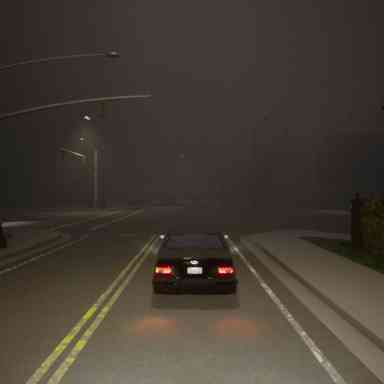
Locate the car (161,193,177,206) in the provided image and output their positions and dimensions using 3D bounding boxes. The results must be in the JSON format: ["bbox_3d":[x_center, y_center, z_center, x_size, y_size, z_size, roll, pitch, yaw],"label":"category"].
[{"bbox_3d":[-3.681,1.221,53.908,2.150,2.045,5.566,0,0,0],"label":"car"}]

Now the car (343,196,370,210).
[{"bbox_3d":[20.156,1.306,38.780,4.553,1.767,2.097,0,0,-1],"label":"car"}]

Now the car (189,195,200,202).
[{"bbox_3d":[0.611,1.524,78.885,1.812,1.442,4.674,0,0,12],"label":"car"}]

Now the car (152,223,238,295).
[{"bbox_3d":[0.060,1.547,8.872,2.033,1.411,5.357,0,0,0],"label":"car"}]
